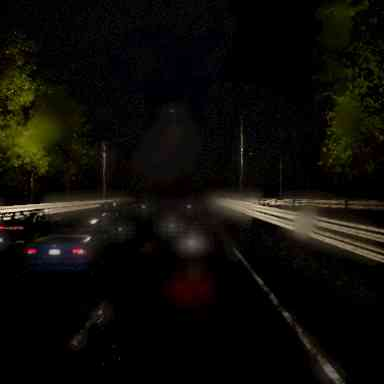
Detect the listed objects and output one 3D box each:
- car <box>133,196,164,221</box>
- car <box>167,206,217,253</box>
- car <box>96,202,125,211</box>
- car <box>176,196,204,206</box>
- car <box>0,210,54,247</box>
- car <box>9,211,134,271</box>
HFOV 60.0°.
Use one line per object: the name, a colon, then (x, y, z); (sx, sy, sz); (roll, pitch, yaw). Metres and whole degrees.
car: (-3.686, 1.334, 28.500); (2.150, 2.045, 5.566); (0, 0, -1)
car: (0.005, 1.553, 13.936); (1.837, 1.490, 4.892); (0, 0, 0)
car: (-7.206, 1.624, 29.722); (1.837, 1.490, 4.892); (0, 0, -1)
car: (-0.189, 1.333, 28.628); (2.150, 2.045, 5.566); (0, 0, -1)
car: (-6.996, 1.545, 14.537); (2.128, 1.511, 4.902); (0, 0, 0)
car: (-3.494, 1.587, 10.983); (2.033, 1.411, 5.357); (0, 0, 0)
